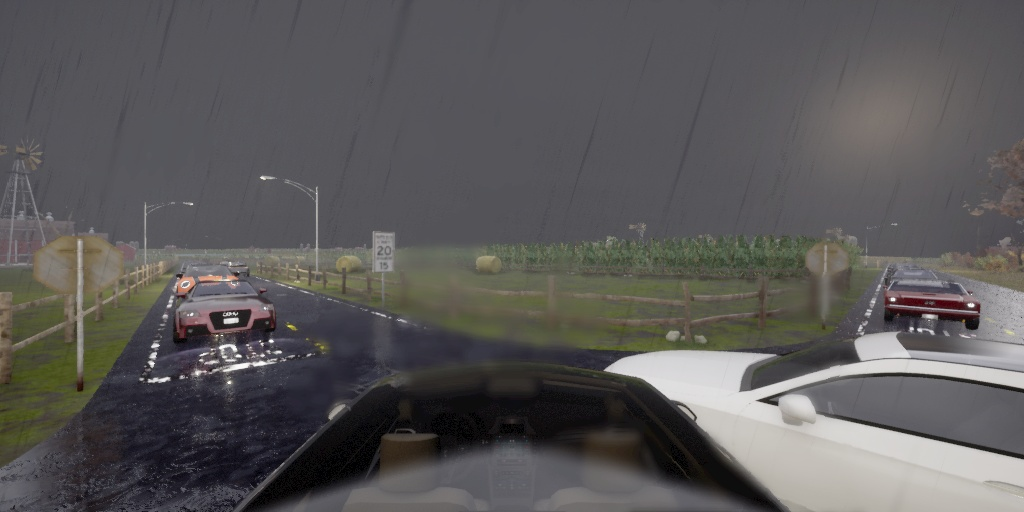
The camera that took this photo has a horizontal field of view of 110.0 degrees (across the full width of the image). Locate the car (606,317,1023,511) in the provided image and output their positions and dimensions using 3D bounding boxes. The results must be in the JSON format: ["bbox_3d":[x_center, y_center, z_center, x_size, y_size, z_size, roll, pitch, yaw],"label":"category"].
[{"bbox_3d":[2.819,1.293,2.489,1.812,1.442,4.674,0,1,-44],"label":"car"}]

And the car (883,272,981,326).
[{"bbox_3d":[13.412,1.398,11.651,4.718,1.301,1.895,0,1,-44],"label":"car"}]

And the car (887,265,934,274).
[{"bbox_3d":[20.427,1.364,18.282,5.357,1.411,2.033,0,1,-43],"label":"car"}]

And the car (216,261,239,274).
[{"bbox_3d":[-34.107,1.325,42.897,1.837,1.490,4.892,0,0,-42],"label":"car"}]

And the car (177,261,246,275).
[{"bbox_3d":[-13.869,1.148,16.401,2.097,1.767,4.553,0,0,-42],"label":"car"}]

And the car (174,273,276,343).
[{"bbox_3d":[-8.031,1.359,9.973,1.994,1.385,4.181,0,0,-43],"label":"car"}]

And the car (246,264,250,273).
[{"bbox_3d":[-27.316,1.300,35.504,2.128,1.511,4.902,0,0,-42],"label":"car"}]

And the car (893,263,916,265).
[{"bbox_3d":[27.122,1.402,24.600,4.181,1.385,1.994,0,1,-43],"label":"car"}]
